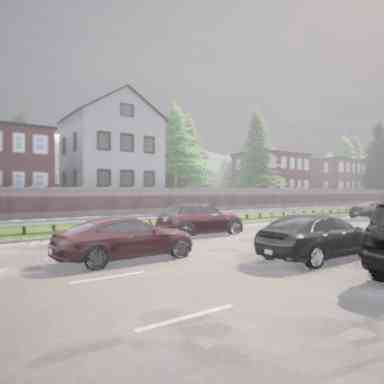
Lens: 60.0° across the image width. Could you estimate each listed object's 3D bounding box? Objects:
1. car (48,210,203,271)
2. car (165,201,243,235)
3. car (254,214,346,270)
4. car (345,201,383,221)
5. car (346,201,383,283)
[{"bbox_3d":[-2.146,1.519,10.828,4.674,1.442,1.812,0,0,-35],"label":"car"},{"bbox_3d":[0.464,1.337,16.979,4.553,1.767,2.097,0,0,-35],"label":"car"},{"bbox_3d":[4.188,1.490,11.037,4.892,1.490,1.837,0,0,-35],"label":"car"},{"bbox_3d":[14.622,1.483,27.089,4.674,1.442,1.812,0,0,-36],"label":"car"},{"bbox_3d":[6.500,1.206,8.384,5.566,2.045,2.150,0,0,-35],"label":"car"}]
